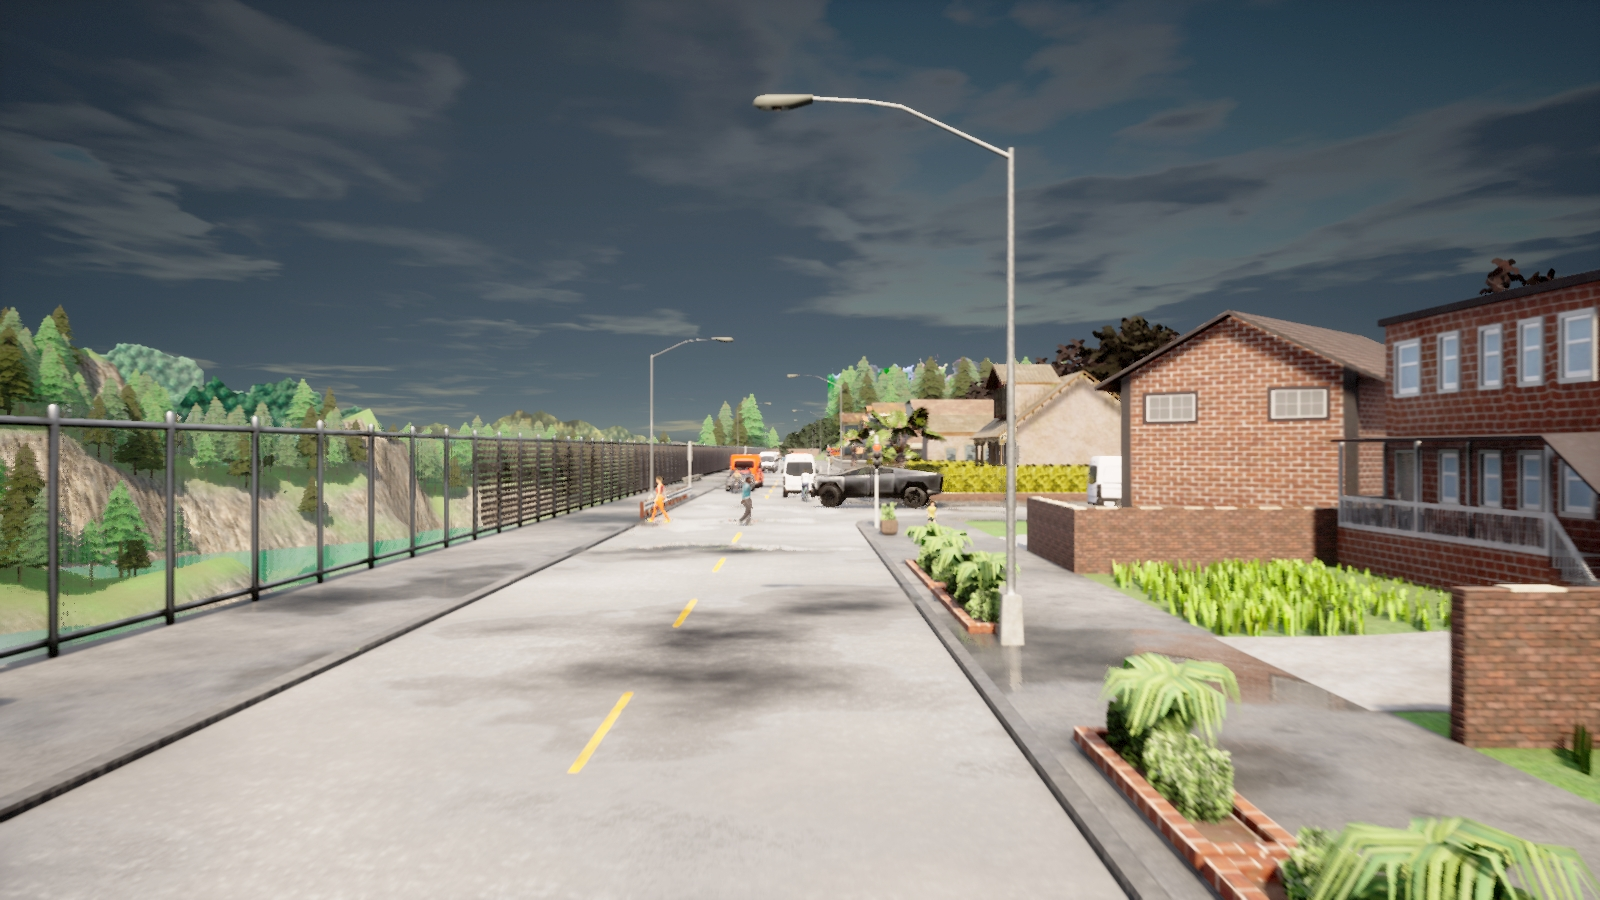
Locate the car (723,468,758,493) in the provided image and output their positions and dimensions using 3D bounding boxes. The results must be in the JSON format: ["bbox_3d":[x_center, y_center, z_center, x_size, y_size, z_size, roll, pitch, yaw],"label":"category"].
[{"bbox_3d":[-4.028,2.047,77.536,2.128,1.511,4.902,0,0,0],"label":"car"}]

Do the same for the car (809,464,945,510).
[{"bbox_3d":[3.775,1.754,55.369,6.274,2.098,2.390,0,0,13],"label":"car"}]

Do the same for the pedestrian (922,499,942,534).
[{"bbox_3d":[4.228,2.125,36.608,0.500,1.100,0.500,0,0,-9],"label":"pedestrian"}]

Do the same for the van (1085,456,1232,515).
[{"bbox_3d":[15.828,1.534,50.636,5.915,2.561,1.988,0,0,1],"label":"van"}]

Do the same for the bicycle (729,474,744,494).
[{"bbox_3d":[-4.039,2.158,72.545,0.859,1.276,1.487,0,0,0],"label":"bicycle"}]

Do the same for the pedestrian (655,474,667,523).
[{"bbox_3d":[-5.278,1.849,43.480,0.375,1.860,0.375,0,0,6],"label":"pedestrian"}]

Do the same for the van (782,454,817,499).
[{"bbox_3d":[-0.023,1.534,68.840,1.988,2.561,5.915,0,0,0],"label":"van"}]

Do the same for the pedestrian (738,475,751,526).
[{"bbox_3d":[-2.034,1.849,41.787,0.375,1.860,0.375,0,0,17],"label":"pedestrian"}]
